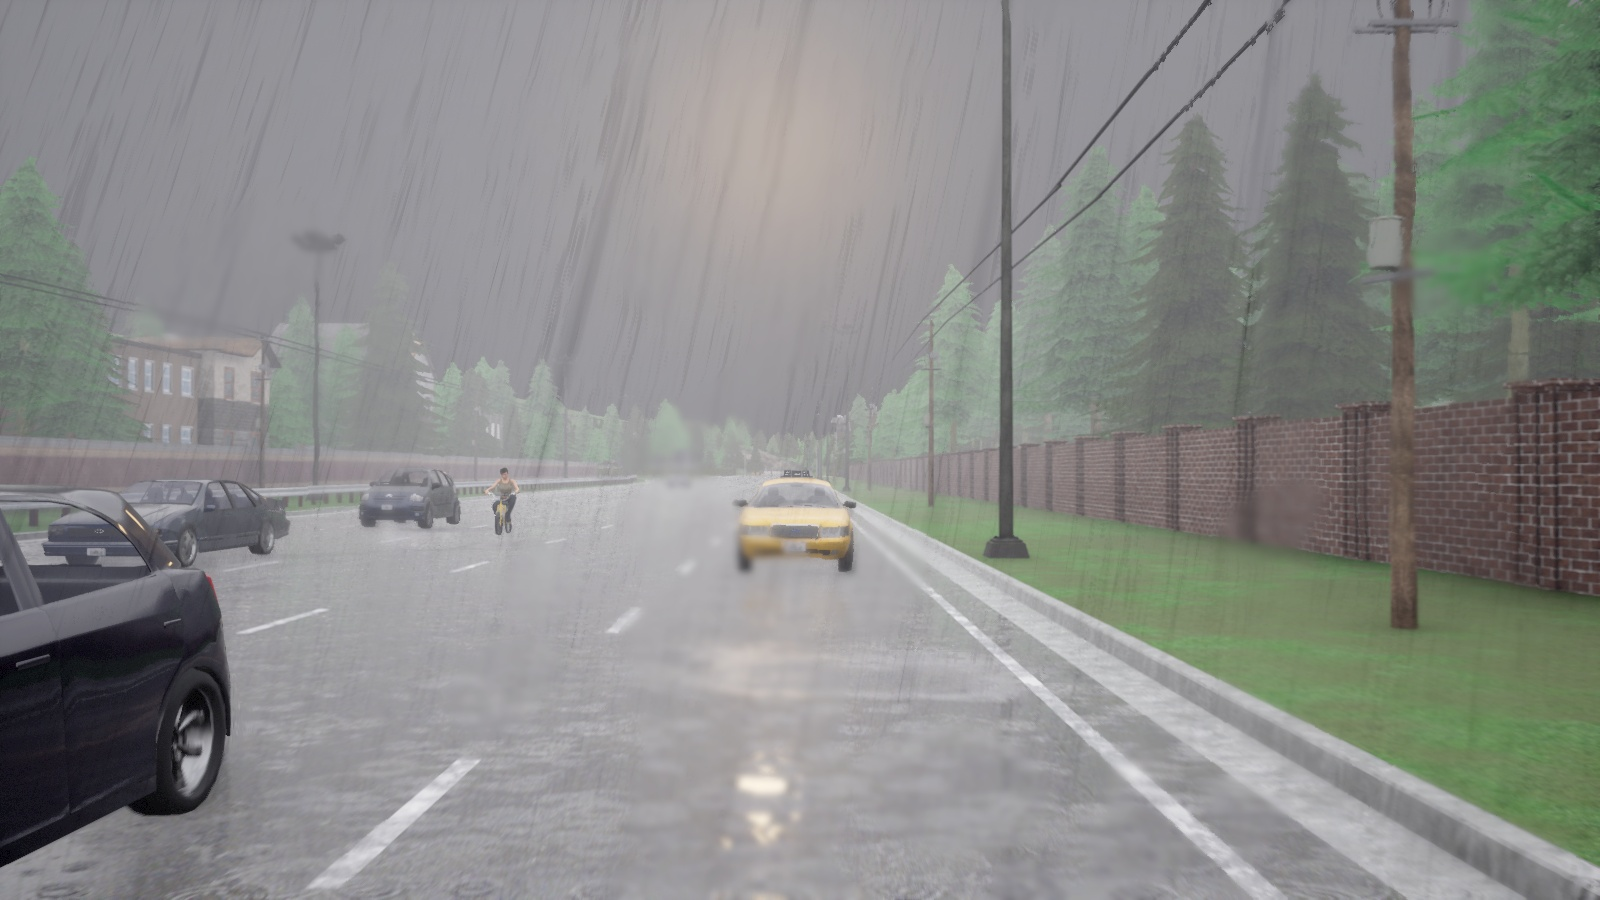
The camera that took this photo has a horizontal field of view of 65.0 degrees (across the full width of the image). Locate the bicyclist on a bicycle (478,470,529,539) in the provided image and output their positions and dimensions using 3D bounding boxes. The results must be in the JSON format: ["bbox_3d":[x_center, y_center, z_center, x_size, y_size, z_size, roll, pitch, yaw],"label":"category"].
[{"bbox_3d":[-7.072,1.282,30.016,0.866,1.612,1.509,0,-1,0],"label":"bicyclist on a bicycle"}]

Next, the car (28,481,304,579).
[{"bbox_3d":[-10.552,1.264,21.494,2.033,1.411,5.357,0,-1,0],"label":"car"}]

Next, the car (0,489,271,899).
[{"bbox_3d":[-3.510,0.915,4.324,1.845,1.501,3.633,0,-1,0],"label":"car"}]

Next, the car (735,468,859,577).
[{"bbox_3d":[-0.050,1.105,20.946,1.801,1.575,5.366,0,-1,0],"label":"car"}]

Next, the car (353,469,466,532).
[{"bbox_3d":[-10.583,1.330,34.322,1.851,1.617,3.988,0,-1,0],"label":"car"}]
